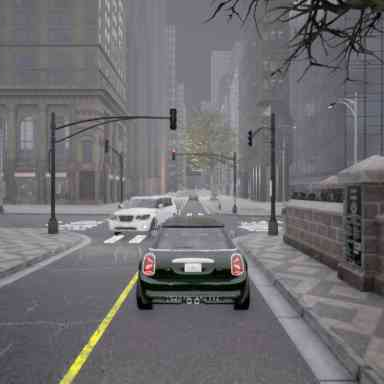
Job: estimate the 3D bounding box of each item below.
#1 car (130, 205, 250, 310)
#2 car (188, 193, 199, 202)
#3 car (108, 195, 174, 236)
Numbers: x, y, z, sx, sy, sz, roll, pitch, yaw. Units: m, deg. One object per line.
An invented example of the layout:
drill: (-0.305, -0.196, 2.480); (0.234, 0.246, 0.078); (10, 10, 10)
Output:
car: (0.034, 1.351, 7.982); (2.097, 1.767, 4.553); (0, 0, 0)
car: (0.294, 1.097, 64.816); (2.097, 1.767, 4.553); (0, 1, 0)
car: (-2.484, 1.218, 18.336); (2.150, 2.045, 5.566); (-1, 0, 14)
